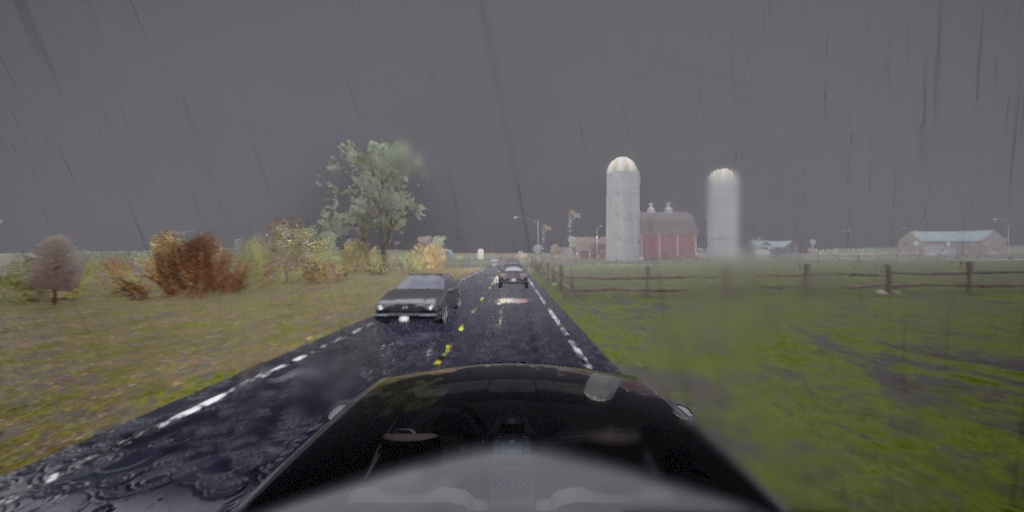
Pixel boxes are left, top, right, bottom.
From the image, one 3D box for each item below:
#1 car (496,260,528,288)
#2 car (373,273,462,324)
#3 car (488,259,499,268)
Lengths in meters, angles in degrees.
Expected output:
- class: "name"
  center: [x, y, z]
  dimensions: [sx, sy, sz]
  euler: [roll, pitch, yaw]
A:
- class: "car"
  center: [0.094, 1.236, 23.539]
  dimensions: [1.812, 1.442, 4.674]
  euler: [0, 0, 0]
- class: "car"
  center: [-2.848, 1.277, 12.127]
  dimensions: [2.033, 1.411, 5.357]
  euler: [0, 0, 0]
- class: "car"
  center: [-2.745, 1.210, 57.604]
  dimensions: [1.812, 1.442, 4.674]
  euler: [0, 0, 0]
